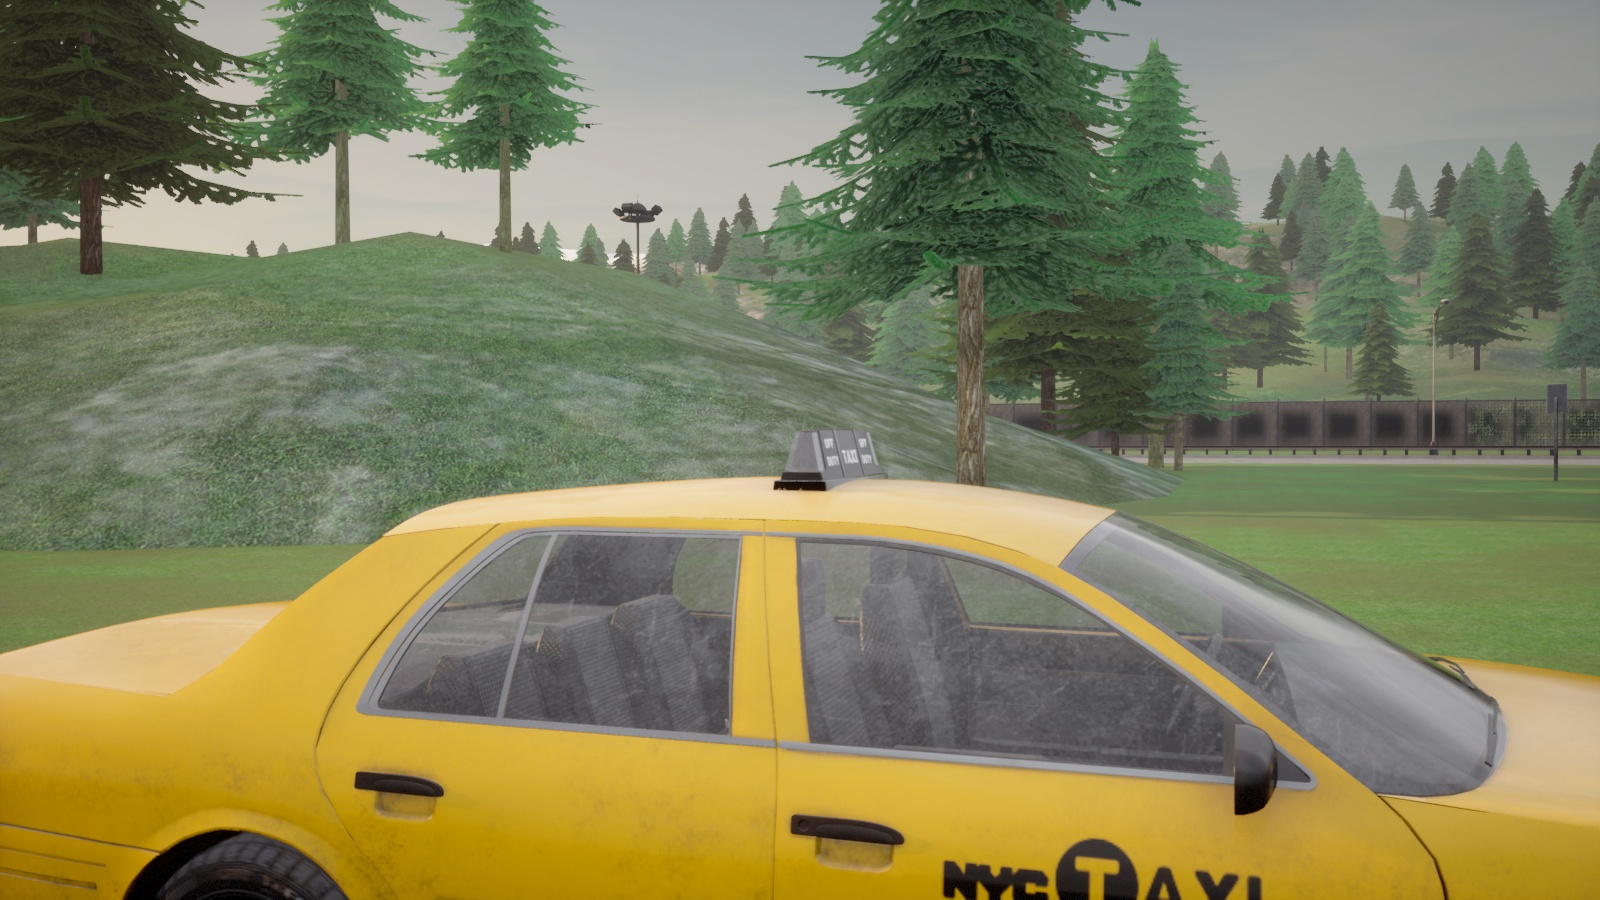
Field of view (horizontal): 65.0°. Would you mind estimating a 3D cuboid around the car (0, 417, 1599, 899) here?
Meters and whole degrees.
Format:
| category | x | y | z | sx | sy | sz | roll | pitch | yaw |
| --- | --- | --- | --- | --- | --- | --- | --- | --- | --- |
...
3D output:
| category | x | y | z | sx | sy | sz | roll | pitch | yaw |
| --- | --- | --- | --- | --- | --- | --- | --- | --- | --- |
| car | 0.185 | 0.716 | 3.129 | 5.366 | 1.575 | 1.801 | 1 | 1 | 19 |
